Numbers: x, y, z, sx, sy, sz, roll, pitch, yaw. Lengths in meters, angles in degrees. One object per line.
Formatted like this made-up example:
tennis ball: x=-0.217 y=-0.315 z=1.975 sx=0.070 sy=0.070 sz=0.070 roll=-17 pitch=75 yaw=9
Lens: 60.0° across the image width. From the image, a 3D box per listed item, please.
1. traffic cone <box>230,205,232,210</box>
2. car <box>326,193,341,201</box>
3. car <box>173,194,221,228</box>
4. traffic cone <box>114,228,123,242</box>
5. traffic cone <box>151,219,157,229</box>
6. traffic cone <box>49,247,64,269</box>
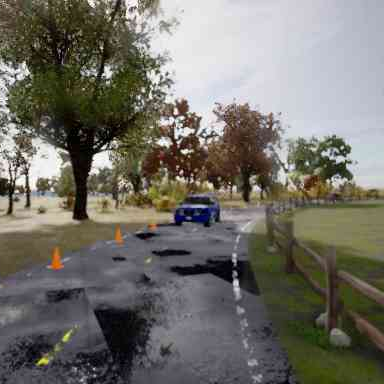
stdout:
traffic cone: x=4.586 y=1.827 z=39.329 sx=0.340 sy=0.580 sz=0.340 roll=0 pitch=0 yaw=26
car: x=28.168 y=0.955 z=66.527 sx=1.812 sy=1.442 sz=4.674 roll=0 pitch=1 yaw=44
car: x=0.504 y=1.178 z=22.330 sx=2.150 sy=2.045 sz=5.566 roll=0 pitch=0 yaw=15
traffic cone: x=-3.300 y=1.925 z=14.945 sx=0.340 sy=0.580 sz=0.340 roll=0 pitch=0 yaw=10
traffic cone: x=-2.297 y=1.915 z=19.989 sx=0.340 sy=0.580 sz=0.340 roll=0 pitch=0 yaw=13
traffic cone: x=-4.007 y=1.937 z=9.850 sx=0.340 sy=0.580 sz=0.340 roll=0 pitch=0 yaw=6
